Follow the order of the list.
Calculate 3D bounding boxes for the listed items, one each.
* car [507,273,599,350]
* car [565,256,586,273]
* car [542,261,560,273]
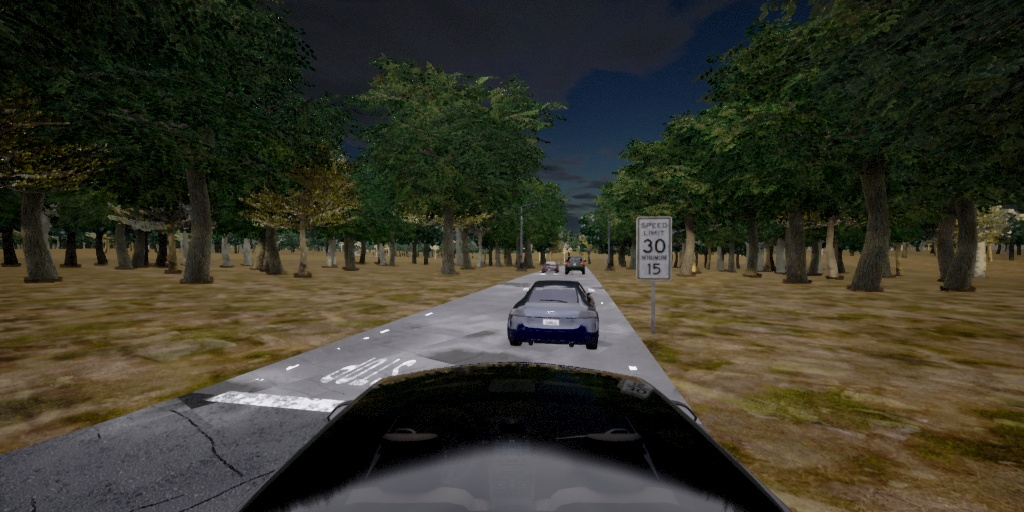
[{"bbox_3d":[1.164,1.307,9.215,1.994,1.385,4.181,0,0,11],"label":"car"},{"bbox_3d":[7.244,1.033,40.964,2.150,2.045,5.566,0,0,12],"label":"car"},{"bbox_3d":[4.803,1.358,44.377,1.812,1.442,4.674,0,0,11],"label":"car"}]
